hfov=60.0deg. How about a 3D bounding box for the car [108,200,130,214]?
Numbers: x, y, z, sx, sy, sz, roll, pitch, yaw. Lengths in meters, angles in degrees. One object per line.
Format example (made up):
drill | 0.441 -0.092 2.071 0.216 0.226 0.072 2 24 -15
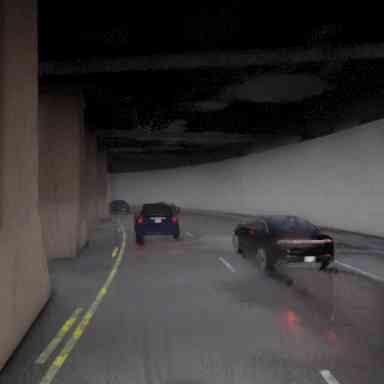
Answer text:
car | -7.911 1.562 35.345 1.812 1.442 4.674 0 0 -27

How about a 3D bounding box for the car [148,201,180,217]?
car | -2.821 1.614 32.662 1.895 1.301 4.718 0 0 -22

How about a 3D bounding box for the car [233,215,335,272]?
car | 2.681 1.480 10.795 2.128 1.511 4.902 0 0 -7

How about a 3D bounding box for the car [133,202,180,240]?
car | -1.979 1.361 17.520 2.097 1.767 4.553 0 0 -11
